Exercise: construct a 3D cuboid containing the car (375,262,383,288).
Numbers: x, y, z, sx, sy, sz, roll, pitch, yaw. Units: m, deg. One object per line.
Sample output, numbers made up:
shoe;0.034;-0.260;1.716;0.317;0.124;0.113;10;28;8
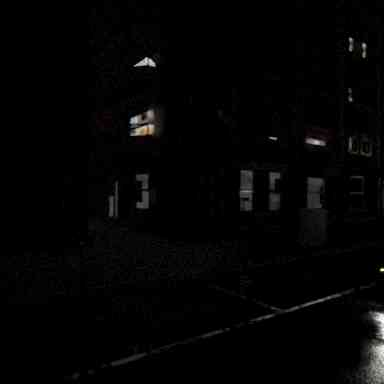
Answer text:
car;6.629;1.625;8.092;5.357;1.411;2.033;1;0;-35
